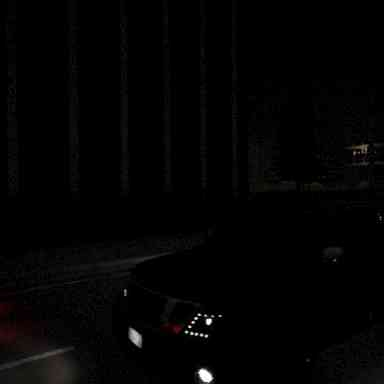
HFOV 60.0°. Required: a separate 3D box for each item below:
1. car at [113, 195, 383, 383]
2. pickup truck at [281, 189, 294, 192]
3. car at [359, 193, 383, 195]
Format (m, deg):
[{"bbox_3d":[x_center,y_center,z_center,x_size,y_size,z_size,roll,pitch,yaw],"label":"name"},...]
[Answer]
[{"bbox_3d":[1.640,1.180,5.177,5.566,2.045,2.150,-1,0,-35],"label":"car"},{"bbox_3d":[20.863,0.461,72.483,2.390,2.098,6.274,-1,0,-6],"label":"pickup truck"},{"bbox_3d":[7.710,1.068,13.825,5.566,2.045,2.150,-1,1,-35],"label":"car"}]
